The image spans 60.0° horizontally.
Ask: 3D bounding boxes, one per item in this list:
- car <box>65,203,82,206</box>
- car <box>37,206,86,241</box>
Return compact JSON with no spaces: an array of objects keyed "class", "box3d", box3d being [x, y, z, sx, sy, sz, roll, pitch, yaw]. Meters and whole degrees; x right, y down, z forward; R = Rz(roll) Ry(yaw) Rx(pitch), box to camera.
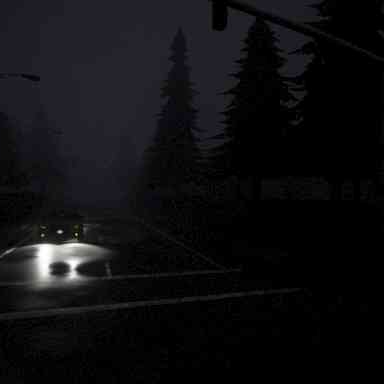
[{"class":"car","box3d":[-9.606,1.628,26.951,2.033,1.411,5.357,1,0,-17]},{"class":"car","box3d":[-6.585,1.638,17.024,1.994,1.385,4.181,1,0,-17]}]
